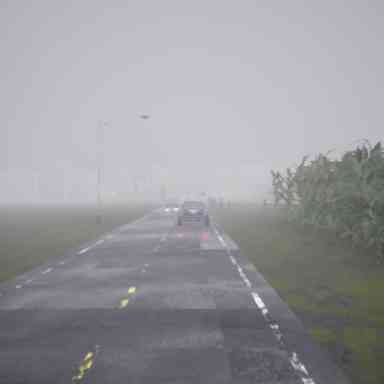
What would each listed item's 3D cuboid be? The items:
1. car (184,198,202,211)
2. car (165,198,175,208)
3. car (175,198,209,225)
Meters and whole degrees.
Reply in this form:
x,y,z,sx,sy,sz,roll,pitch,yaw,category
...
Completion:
x,y,z,sx,sy,sz,roll,pitch,yaw,category
0.092,1.493,40.881,2.128,1.511,4.902,0,0,0,car
-2.773,1.551,48.113,2.033,1.411,5.357,0,0,0,car
0.095,1.351,23.943,2.097,1.767,4.553,0,0,0,car
